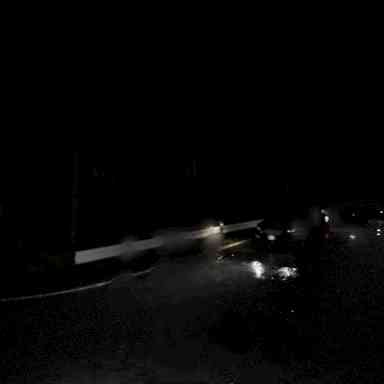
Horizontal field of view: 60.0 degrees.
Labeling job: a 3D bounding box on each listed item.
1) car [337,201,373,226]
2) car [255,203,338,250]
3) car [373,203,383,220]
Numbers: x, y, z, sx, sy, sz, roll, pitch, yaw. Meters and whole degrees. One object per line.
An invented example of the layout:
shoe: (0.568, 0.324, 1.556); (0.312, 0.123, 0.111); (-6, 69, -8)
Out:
car: (10.496, 1.350, 22.375); (1.882, 1.535, 5.008); (2, 0, 37)
car: (4.339, 1.358, 14.084); (2.128, 1.511, 4.902); (2, 2, 36)
car: (16.857, 1.724, 30.562); (1.882, 1.535, 5.008); (2, -2, 38)
